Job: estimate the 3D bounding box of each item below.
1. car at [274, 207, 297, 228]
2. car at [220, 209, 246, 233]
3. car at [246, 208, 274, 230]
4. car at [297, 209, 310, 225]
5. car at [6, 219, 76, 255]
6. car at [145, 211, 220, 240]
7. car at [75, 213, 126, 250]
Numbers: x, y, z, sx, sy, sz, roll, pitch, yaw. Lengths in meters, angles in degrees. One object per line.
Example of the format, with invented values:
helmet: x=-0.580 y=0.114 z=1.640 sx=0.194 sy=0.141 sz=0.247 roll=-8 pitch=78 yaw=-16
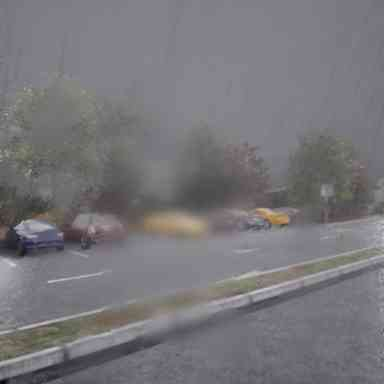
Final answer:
car: x=5.343 y=2.037 z=26.335 sx=2.097 sy=1.535 sz=5.008 roll=0 pitch=-2 yaw=-39
car: x=1.034 y=2.077 z=22.911 sx=2.163 sy=1.488 sz=4.792 roll=0 pitch=-2 yaw=-39
car: x=3.191 y=2.043 z=24.618 sx=2.231 sy=1.521 sz=4.892 roll=0 pitch=-2 yaw=-39
car: x=7.490 y=2.030 z=28.061 sx=2.231 sy=1.521 sz=4.892 roll=0 pitch=-1 yaw=-39
car: x=-7.537 y=2.062 z=15.975 sx=2.002 sy=1.452 sz=4.674 roll=0 pitch=-2 yaw=-39
car: x=-0.983 y=2.037 z=21.014 sx=1.946 sy=1.575 sz=5.366 roll=0 pitch=-2 yaw=-39
car: x=-5.370 y=1.910 z=17.688 sx=2.185 sy=1.767 sz=4.553 roll=0 pitch=-2 yaw=-39
